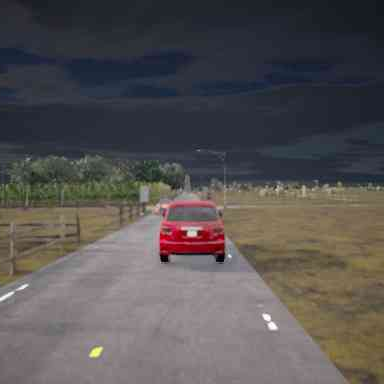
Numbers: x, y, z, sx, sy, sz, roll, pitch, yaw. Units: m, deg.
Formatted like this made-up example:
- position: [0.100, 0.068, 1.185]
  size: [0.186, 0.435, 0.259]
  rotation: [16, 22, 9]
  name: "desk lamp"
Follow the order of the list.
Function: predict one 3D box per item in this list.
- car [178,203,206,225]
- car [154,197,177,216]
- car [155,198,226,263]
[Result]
- position: [0.022, 1.719, 27.497]
  size: [2.033, 1.411, 5.357]
  rotation: [0, 0, 0]
  name: "car"
- position: [-2.753, 1.504, 35.611]
  size: [2.097, 1.767, 4.553]
  rotation: [0, 0, 0]
  name: "car"
- position: [0.018, 1.336, 12.594]
  size: [2.150, 2.045, 5.566]
  rotation: [0, 0, 0]
  name: "car"
